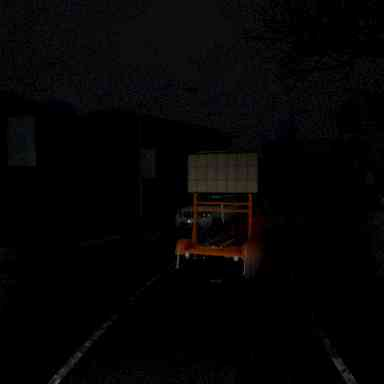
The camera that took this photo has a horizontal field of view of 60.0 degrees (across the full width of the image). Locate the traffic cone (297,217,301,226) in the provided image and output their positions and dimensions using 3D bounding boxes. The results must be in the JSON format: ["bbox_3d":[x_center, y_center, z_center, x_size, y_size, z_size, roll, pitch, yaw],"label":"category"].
[{"bbox_3d":[7.175,1.983,22.225,0.340,0.580,0.340,1,0,21],"label":"traffic cone"}]

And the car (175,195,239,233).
[{"bbox_3d":[1.107,1.197,19.906,2.150,2.045,5.566,0,0,27],"label":"car"}]

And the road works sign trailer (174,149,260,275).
[{"bbox_3d":[1.011,0.461,10.684,2.380,3.560,2.880,0,0,21],"label":"road works sign trailer"}]
